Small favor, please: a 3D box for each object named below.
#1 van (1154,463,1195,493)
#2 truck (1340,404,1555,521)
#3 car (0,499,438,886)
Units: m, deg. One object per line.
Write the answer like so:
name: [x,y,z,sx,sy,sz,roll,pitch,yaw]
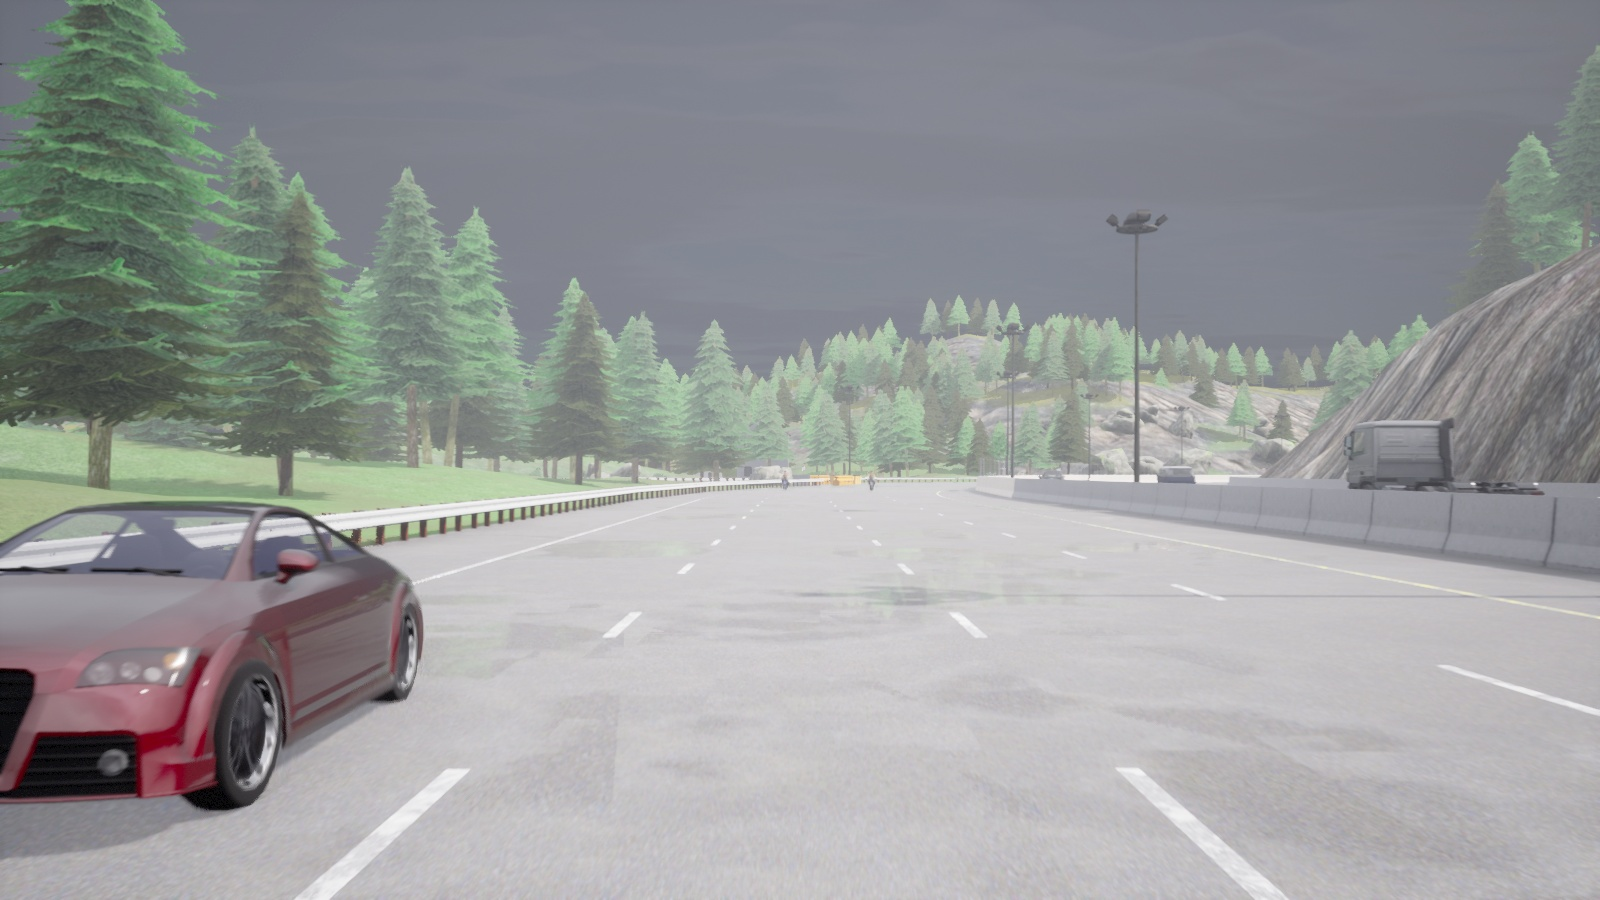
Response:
van: [25.100,1.877,84.223,1.775,1.987,4.442,0,-1,5]
truck: [20.896,0.438,41.162,2.891,3.462,7.936,0,-1,0]
car: [-3.540,1.008,6.883,1.994,1.385,4.181,0,-1,-1]
